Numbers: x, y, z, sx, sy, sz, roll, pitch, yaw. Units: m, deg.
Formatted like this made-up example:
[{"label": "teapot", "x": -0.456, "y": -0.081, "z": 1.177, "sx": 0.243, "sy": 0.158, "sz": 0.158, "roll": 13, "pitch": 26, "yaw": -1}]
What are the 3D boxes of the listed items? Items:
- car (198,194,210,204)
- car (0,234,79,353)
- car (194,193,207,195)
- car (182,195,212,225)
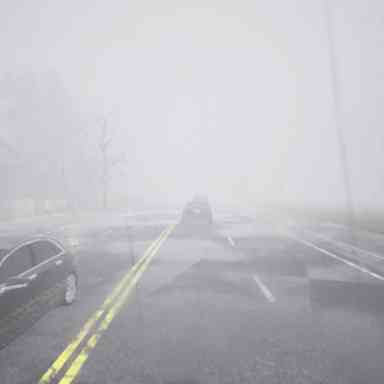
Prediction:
[{"label": "car", "x": 2.426, "y": 1.330, "z": 64.934, "sx": 2.097, "sy": 1.767, "sz": 4.553, "roll": 0, "pitch": 0, "yaw": 5}, {"label": "car", "x": -3.292, "y": 1.498, "z": 5.130, "sx": 1.837, "sy": 1.490, "sz": 4.892, "roll": 0, "pitch": 0, "yaw": 1}, {"label": "car", "x": 1.097, "y": 1.196, "z": 41.434, "sx": 2.150, "sy": 2.045, "sz": 5.566, "roll": 0, "pitch": 0, "yaw": 3}, {"label": "car", "x": 0.364, "y": 1.331, "z": 24.188, "sx": 2.097, "sy": 1.767, "sz": 4.553, "roll": 0, "pitch": 0, "yaw": 1}]
